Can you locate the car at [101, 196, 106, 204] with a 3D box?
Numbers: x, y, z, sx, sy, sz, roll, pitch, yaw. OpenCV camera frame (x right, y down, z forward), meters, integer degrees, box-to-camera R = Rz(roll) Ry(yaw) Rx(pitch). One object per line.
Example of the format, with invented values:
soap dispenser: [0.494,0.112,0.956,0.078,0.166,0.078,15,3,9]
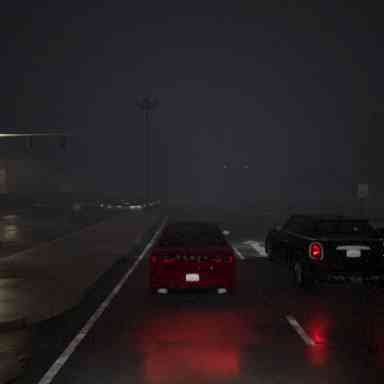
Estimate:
car: [-16.243,1.536,64.411,1.882,1.535,5.008,0,0,-2]

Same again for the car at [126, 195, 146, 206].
car: [-9.322,1.543,57.043,2.128,1.511,4.902,0,0,0]

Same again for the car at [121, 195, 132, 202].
car: [-16.223,1.599,82.649,1.812,1.442,4.674,0,0,0]

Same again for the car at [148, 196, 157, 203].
car: [-9.231,1.660,71.608,1.895,1.301,4.718,0,0,0]

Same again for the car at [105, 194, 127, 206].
car: [-12.818,1.529,56.779,1.882,1.535,5.008,0,0,0]

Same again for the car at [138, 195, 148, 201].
car: [-12.720,1.578,86.327,1.837,1.490,4.892,0,0,0]

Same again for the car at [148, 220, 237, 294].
car: [0.013,1.486,8.859,1.882,1.535,5.008,0,0,0]

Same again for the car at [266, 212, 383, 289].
car: [3.514,1.360,9.354,2.097,1.767,4.553,0,0,0]

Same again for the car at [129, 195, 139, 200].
car: [-16.214,1.437,92.948,1.895,1.301,4.718,0,0,0]

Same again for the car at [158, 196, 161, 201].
car: [-9.220,1.673,86.308,1.895,1.301,4.718,0,0,0]

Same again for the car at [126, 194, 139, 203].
car: [-12.731,1.420,71.319,2.097,1.767,4.553,0,0,0]

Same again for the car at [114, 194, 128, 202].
car: [-16.228,1.424,76.230,2.097,1.767,4.553,0,0,0]
